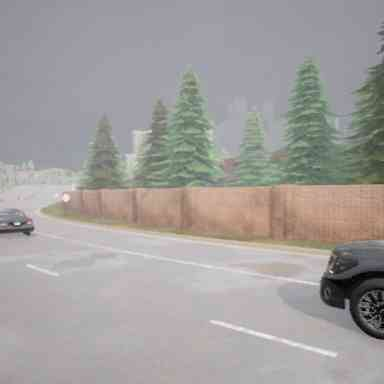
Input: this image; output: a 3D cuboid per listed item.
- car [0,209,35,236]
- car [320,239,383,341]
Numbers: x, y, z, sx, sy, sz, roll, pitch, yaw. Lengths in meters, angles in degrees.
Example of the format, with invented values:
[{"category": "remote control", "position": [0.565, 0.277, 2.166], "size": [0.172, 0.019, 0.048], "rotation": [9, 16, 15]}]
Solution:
[{"category": "car", "position": [-10.437, 1.664, 18.555], "size": [2.033, 1.411, 5.357], "rotation": [0, 0, -42]}, {"category": "car", "position": [4.885, 1.212, 4.854], "size": [5.566, 2.045, 2.150], "rotation": [-1, -1, 36]}]
